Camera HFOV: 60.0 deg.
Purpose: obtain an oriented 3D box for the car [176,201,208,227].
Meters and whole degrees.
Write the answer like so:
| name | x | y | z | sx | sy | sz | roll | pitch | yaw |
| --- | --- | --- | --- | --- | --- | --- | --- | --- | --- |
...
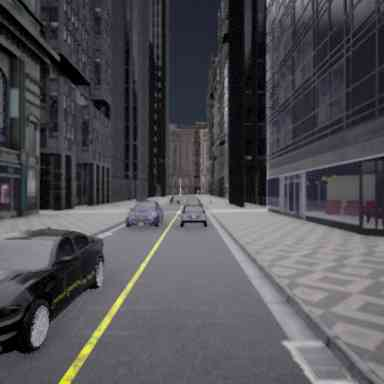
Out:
| name | x | y | z | sx | sy | sz | roll | pitch | yaw |
| --- | --- | --- | --- | --- | --- | --- | --- | --- | --- |
| car | 0.114 | 1.586 | 23.337 | 2.033 | 1.411 | 5.357 | 0 | 0 | 0 |

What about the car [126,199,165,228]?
| name | x | y | z | sx | sy | sz | roll | pitch | yaw |
| --- | --- | --- | --- | --- | --- | --- | --- | --- | --- |
| car | -3.092 | 1.390 | 22.632 | 2.097 | 1.767 | 4.553 | 0 | 0 | 1 |

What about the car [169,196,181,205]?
| name | x | y | z | sx | sy | sz | roll | pitch | yaw |
| --- | --- | --- | --- | --- | --- | --- | --- | --- | --- |
| car | -3.016 | 1.474 | 59.415 | 1.837 | 1.490 | 4.892 | 0 | 0 | 1 |

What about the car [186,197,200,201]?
| name | x | y | z | sx | sy | sz | roll | pitch | yaw |
| --- | --- | --- | --- | --- | --- | --- | --- | --- | --- |
| car | 0.117 | 1.380 | 37.102 | 2.097 | 1.767 | 4.553 | 0 | 0 | 0 |

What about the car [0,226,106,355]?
| name | x | y | z | sx | sy | sz | roll | pitch | yaw |
| --- | --- | --- | --- | --- | --- | --- | --- | --- | --- |
| car | -3.092 | 1.494 | 6.372 | 1.882 | 1.535 | 5.008 | 0 | 0 | 0 |
